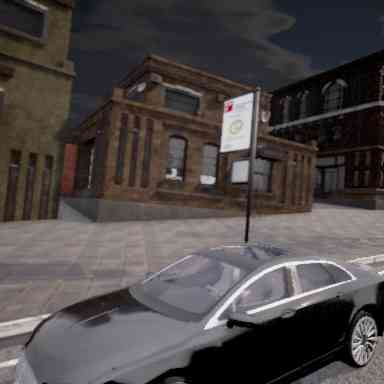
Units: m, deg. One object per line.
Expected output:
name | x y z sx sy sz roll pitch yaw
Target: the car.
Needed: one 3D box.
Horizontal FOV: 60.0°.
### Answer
car | 0.546 1.492 4.211 4.902 1.511 2.128 0 0 -34
